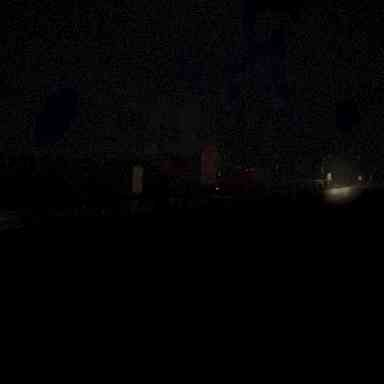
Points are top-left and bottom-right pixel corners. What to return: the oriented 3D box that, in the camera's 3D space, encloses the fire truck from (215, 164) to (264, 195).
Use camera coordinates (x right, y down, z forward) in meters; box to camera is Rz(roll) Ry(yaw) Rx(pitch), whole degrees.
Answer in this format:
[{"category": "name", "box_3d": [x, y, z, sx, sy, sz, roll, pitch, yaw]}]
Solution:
[{"category": "fire truck", "box_3d": [6.349, -1.678, 43.258, 2.891, 3.827, 8.468, 4, 4, 35]}]
